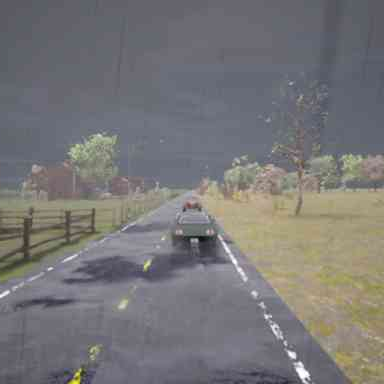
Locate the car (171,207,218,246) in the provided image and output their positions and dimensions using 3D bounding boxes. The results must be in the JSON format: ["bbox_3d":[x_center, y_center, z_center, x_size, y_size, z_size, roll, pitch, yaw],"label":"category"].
[{"bbox_3d":[0.099,1.592,15.132,1.895,1.301,4.718,0,0,0],"label":"car"}]

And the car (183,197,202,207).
[{"bbox_3d":[0.030,1.318,38.912,2.097,1.767,4.553,0,0,0],"label":"car"}]
